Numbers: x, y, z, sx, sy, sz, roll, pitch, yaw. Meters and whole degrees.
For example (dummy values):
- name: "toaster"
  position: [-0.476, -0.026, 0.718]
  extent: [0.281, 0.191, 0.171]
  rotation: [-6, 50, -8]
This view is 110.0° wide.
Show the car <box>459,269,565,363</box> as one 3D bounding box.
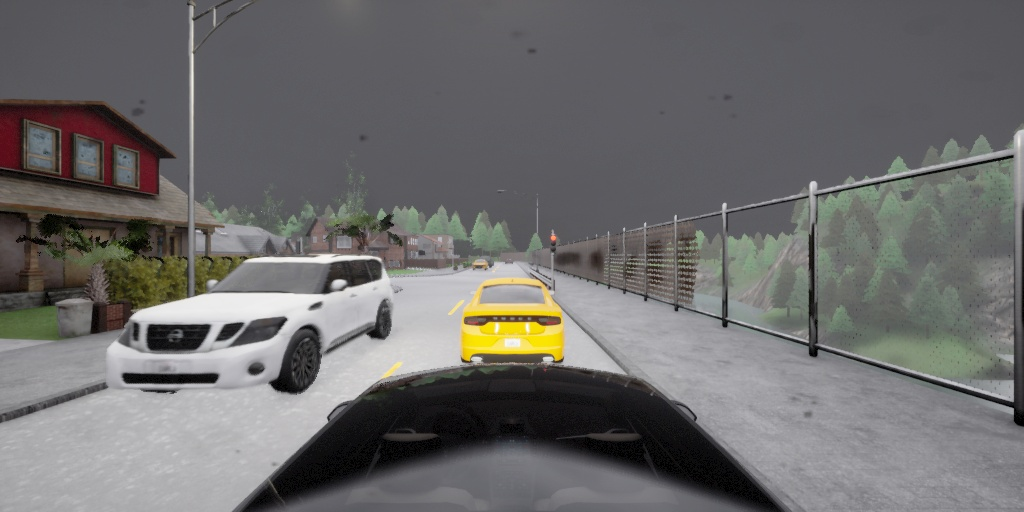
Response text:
- name: "car"
  position: [0.006, 1.228, 8.171]
  extent: [1.882, 1.535, 5.008]
  rotation: [0, 0, 0]

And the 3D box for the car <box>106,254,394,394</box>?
- name: "car"
  position: [-4.094, 0.971, 7.032]
  extent: [2.150, 2.045, 5.566]
  rotation: [0, 0, 0]

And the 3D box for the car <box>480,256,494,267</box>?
- name: "car"
  position: [-4.582, 0.971, 61.373]
  extent: [2.150, 2.045, 5.566]
  rotation: [0, 0, 0]

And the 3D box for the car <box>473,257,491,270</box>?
- name: "car"
  position: [-4.517, 1.227, 51.429]
  extent: [1.882, 1.535, 5.008]
  rotation: [0, 0, 0]
